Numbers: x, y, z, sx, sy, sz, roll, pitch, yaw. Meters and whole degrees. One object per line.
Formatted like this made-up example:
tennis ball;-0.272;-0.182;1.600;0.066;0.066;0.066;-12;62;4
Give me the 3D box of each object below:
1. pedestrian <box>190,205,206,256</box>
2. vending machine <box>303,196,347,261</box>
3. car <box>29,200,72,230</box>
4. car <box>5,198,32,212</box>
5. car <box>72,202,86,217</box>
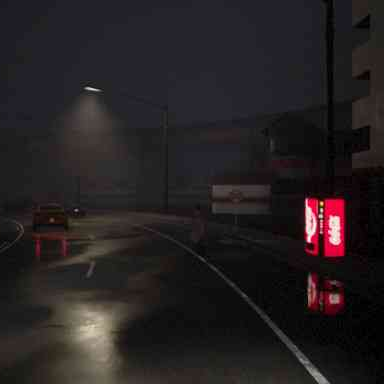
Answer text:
pedestrian;0.242;1.293;11.752;0.375;1.860;0.375;0;0;-14
vending machine;4.520;1.195;11.353;1.100;2.100;0.880;0;0;-13
car;-9.149;1.477;21.227;1.882;1.535;5.008;0;0;-27
car;-19.589;1.490;38.293;4.902;1.511;2.128;0;0;33
car;-11.431;1.563;30.647;1.994;1.385;4.181;0;0;-41
